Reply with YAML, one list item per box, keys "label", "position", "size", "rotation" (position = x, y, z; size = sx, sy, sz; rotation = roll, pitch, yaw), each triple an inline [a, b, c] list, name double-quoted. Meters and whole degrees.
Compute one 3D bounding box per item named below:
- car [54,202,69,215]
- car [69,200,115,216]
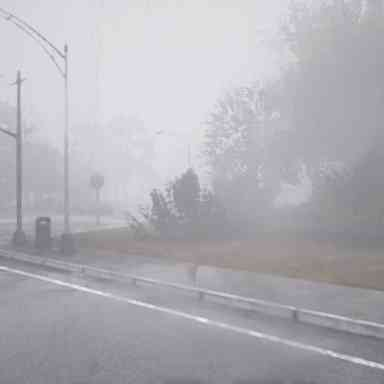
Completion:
- label: "car"
  position: [-12.682, 1.667, 36.342]
  size: [2.128, 1.511, 4.902]
  rotation: [0, 0, 32]
- label: "car"
  position: [-9.964, 1.720, 34.092]
  size: [1.994, 1.385, 4.181]
  rotation: [0, 0, 32]
